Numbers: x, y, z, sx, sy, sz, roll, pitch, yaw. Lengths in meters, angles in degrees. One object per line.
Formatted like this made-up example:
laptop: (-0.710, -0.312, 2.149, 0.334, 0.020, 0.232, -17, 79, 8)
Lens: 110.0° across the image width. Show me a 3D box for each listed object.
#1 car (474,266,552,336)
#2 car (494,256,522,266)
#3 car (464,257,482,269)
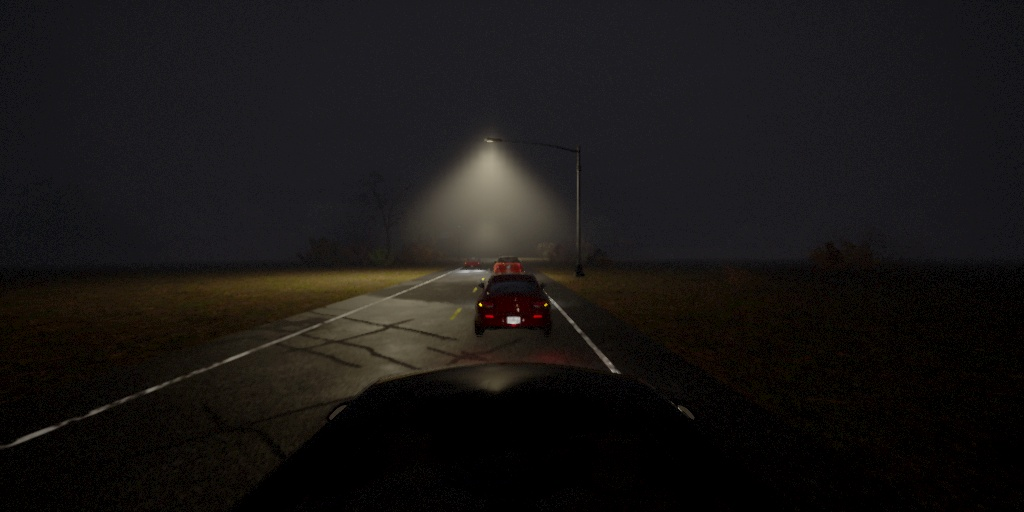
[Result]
car: (0.018, 1.167, 9.895, 1.812, 1.442, 4.674, 0, 1, 0)
car: (-0.297, 0.760, 27.091, 2.097, 1.767, 4.553, 0, 1, -1)
car: (-4.477, 0.815, 41.633, 1.895, 1.301, 4.718, 0, 1, -2)
